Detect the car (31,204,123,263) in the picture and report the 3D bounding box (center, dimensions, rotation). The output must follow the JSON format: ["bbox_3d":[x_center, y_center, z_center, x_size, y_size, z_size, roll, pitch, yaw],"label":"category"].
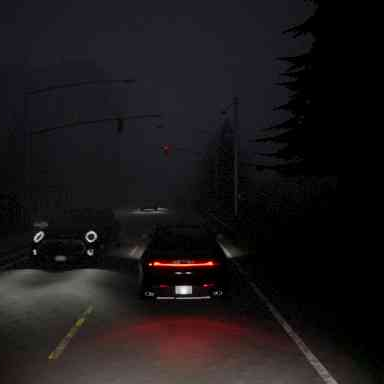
[{"bbox_3d":[-3.889,1.352,11.953,2.097,1.767,4.553,0,0,-1],"label":"car"}]

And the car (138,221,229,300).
[{"bbox_3d":[-0.226,1.505,8.380,1.837,1.490,4.892,0,0,-2],"label":"car"}]

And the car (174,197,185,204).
[{"bbox_3d":[-2.329,1.564,61.330,1.994,1.385,4.181,0,0,-2],"label":"car"}]

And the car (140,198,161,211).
[{"bbox_3d":[-5.175,1.526,40.688,1.812,1.442,4.674,0,0,-3],"label":"car"}]
